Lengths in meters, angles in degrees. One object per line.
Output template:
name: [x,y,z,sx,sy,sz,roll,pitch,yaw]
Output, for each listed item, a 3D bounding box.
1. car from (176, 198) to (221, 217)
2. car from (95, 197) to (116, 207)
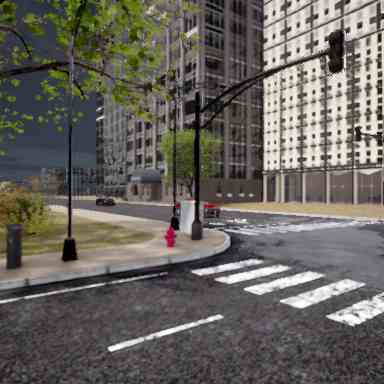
car: [0.403,1.277,27.793,1.882,1.535,5.008,0,0,-34]
car: [-12.133,1.325,46.582,1.994,1.385,4.181,0,0,-34]
